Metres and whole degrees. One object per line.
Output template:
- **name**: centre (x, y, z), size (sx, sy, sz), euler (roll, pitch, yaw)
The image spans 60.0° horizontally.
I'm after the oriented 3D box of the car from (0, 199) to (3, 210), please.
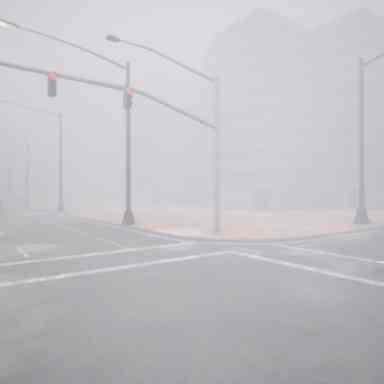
- **car**: centre (-25.444, 1.472, 42.603), size (2.128, 1.511, 4.902), euler (0, 0, -35)
